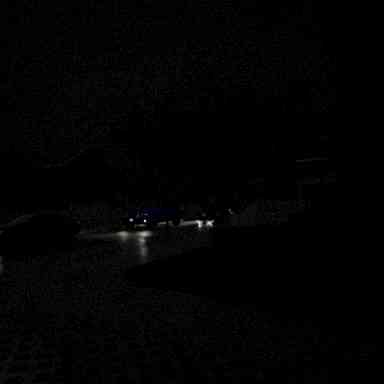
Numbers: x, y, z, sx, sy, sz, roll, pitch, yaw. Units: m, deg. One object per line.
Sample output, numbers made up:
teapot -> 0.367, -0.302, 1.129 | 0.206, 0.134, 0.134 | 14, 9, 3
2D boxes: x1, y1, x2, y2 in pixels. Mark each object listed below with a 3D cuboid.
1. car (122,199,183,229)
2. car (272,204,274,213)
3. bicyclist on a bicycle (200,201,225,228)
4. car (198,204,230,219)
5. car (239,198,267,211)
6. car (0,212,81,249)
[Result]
car -> -2.722, 1.536, 24.386 | 2.150, 2.045, 5.566 | -3, -2, 28
car -> 12.569, 2.031, 46.322 | 1.882, 1.535, 5.008 | -3, -2, 29
bicyclist on a bicycle -> 1.151, 1.320, 19.246 | 1.656, 1.620, 0.582 | -3, -2, 28
car -> 2.266, 1.943, 33.516 | 2.128, 1.511, 4.902 | -3, -2, 29
car -> 8.264, 1.845, 44.432 | 2.150, 2.045, 5.566 | -3, -2, 31
car -> -7.470, 1.713, 15.744 | 1.812, 1.442, 4.674 | -3, -2, 31
